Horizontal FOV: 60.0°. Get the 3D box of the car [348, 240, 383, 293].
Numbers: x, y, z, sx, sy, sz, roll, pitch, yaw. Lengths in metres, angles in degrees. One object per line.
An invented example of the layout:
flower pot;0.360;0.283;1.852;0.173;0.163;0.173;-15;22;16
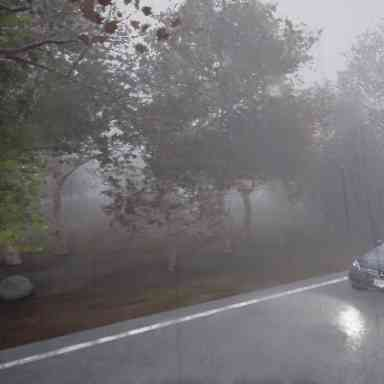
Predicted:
car;5.716;1.625;8.070;4.674;1.442;1.812;1;-1;-35
